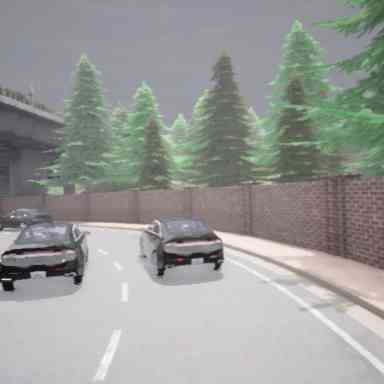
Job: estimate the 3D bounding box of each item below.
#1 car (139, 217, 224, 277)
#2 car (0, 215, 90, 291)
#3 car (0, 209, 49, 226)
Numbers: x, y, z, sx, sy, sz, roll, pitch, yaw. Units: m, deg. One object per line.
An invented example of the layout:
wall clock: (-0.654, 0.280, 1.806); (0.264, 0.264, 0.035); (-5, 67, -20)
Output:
car: (-0.533, 1.537, 10.612); (2.128, 1.511, 4.902); (-2, 0, -16)
car: (-4.106, 1.661, 9.759); (2.128, 1.511, 4.902); (-2, 0, -16)
car: (-12.117, 1.992, 23.902); (4.892, 1.490, 1.837); (-2, -1, 31)
